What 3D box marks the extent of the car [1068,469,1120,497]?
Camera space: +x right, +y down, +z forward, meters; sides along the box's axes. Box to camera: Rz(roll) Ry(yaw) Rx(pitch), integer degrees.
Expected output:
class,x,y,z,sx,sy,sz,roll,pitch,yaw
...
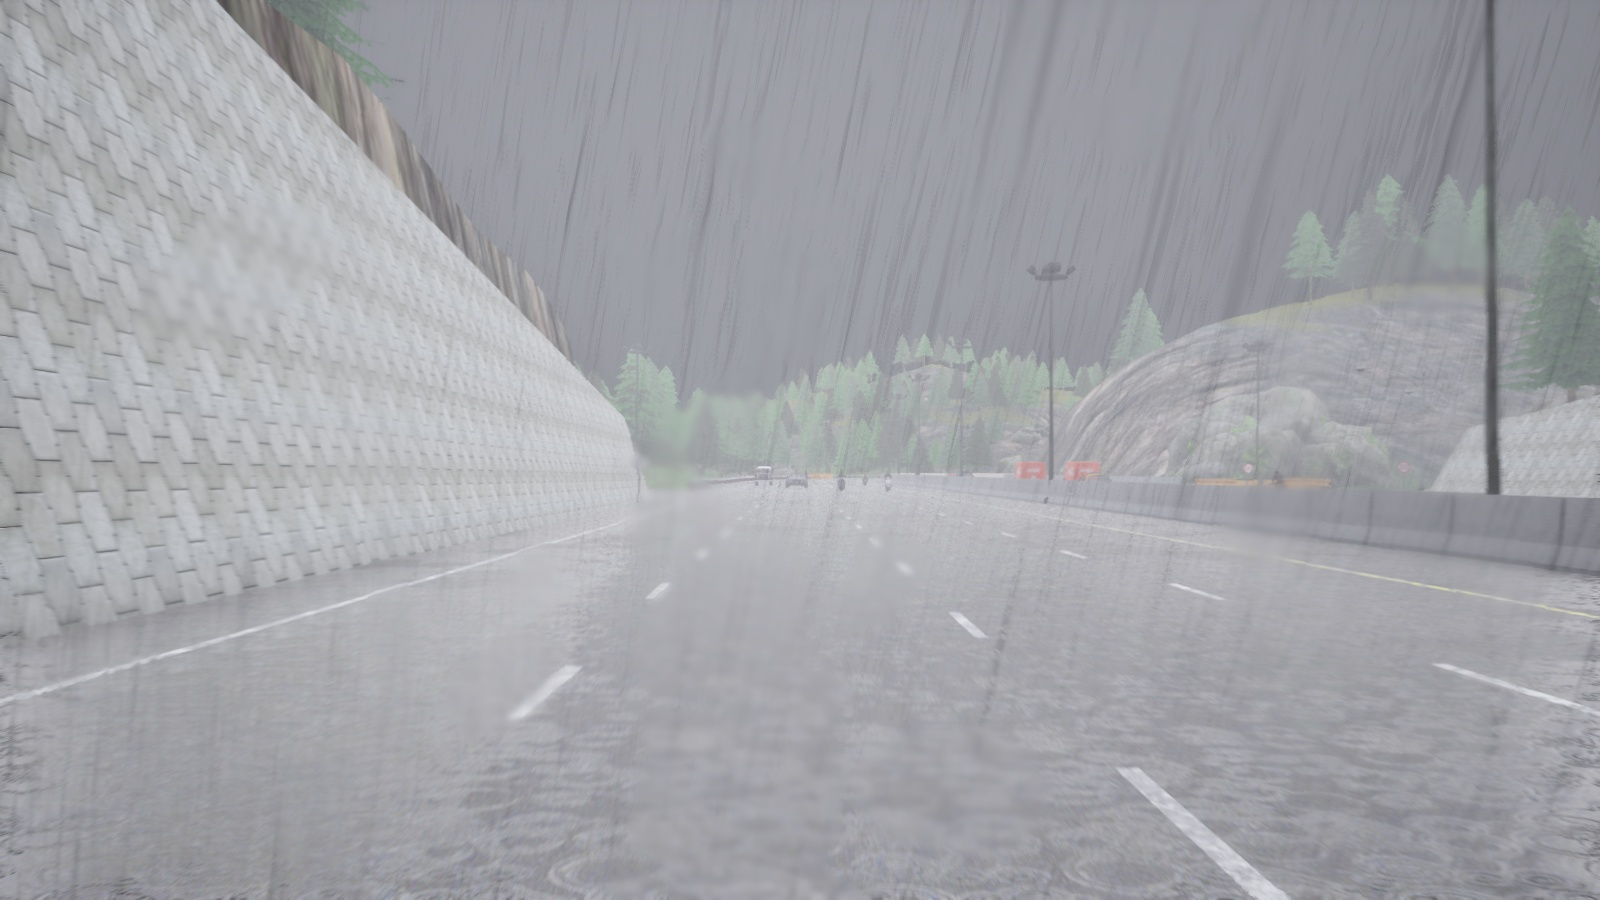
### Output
class,x,y,z,sx,sy,sz,roll,pitch,yaw
car,17.320,1.922,74.209,1.801,1.575,5.366,0,-1,0
